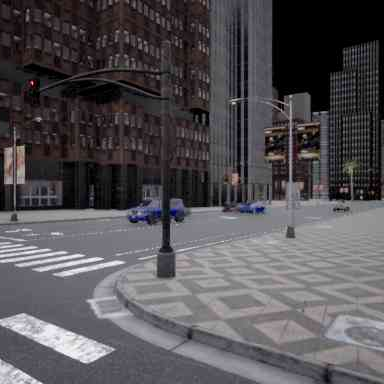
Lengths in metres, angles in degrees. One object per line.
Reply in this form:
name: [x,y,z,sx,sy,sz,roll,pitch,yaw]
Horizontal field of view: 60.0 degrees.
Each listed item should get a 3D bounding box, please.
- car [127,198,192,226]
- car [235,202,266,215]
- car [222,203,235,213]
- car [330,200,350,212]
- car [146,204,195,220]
car: [-2.750,1.547,27.127,2.150,2.045,5.566,0,-1,36]
car: [7.721,2.067,41.945,1.882,1.535,5.008,0,-1,35]
car: [5.736,2.164,44.763,1.994,1.385,4.181,0,-1,35]
car: [24.184,2.430,53.688,2.033,1.411,5.357,0,-1,34]
car: [-2.103,1.951,33.692,2.033,1.411,5.357,0,-1,35]
